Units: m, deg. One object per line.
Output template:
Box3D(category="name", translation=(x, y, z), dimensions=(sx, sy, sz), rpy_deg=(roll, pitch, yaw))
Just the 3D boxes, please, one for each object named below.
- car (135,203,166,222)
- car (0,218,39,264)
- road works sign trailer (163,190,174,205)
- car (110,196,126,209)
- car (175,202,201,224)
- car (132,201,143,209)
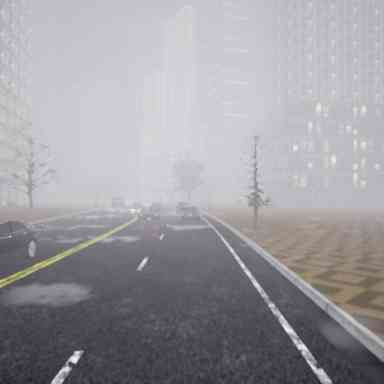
Box3D(category="car", translation=(-3.544, 1.911, 29.079), dimensions=(1.895, 1.301, 4.718), rpy_deg=(0, -1, -3))
Box3D(category="car", translation=(-6.609, 1.619, 10.532), dimensions=(1.837, 1.490, 4.892), rpy_deg=(0, -1, 0))
Box3D(category="road works sign trailer", translation=(-5.427, 1.234, 76.588), dimensions=(2.380, 3.560, 2.880), rpy_deg=(0, 0, -11))
Box3D(category="car", translation=(-12.379, 1.776, 56.235), dimensions=(2.150, 2.045, 5.566), rpy_deg=(0, -1, -6))
Box3D(category="car", translation=(-0.250, 1.849, 28.146), dimensions=(2.033, 1.411, 5.357), rpy_deg=(0, -1, -3))
Box3D(category="car", translation=(-9.169, 2.167, 56.761), dimensions=(1.895, 1.301, 4.718), rpy_deg=(0, 0, -6))
